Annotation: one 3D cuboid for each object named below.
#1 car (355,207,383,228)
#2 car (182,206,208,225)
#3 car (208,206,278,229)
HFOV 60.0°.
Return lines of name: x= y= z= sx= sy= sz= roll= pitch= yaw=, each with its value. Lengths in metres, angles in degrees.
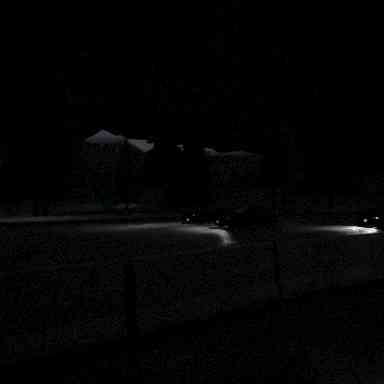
car: x=13.614 y=1.769 z=23.531 sx=4.181 sy=1.385 sz=1.994 roll=1 pitch=0 yaw=-25
car: x=1.636 y=1.720 z=25.289 sx=4.718 sy=1.301 sz=1.895 roll=1 pitch=0 yaw=-29
car: x=3.694 y=1.649 z=22.419 sx=4.674 sy=1.442 sz=1.812 roll=1 pitch=0 yaw=-28
